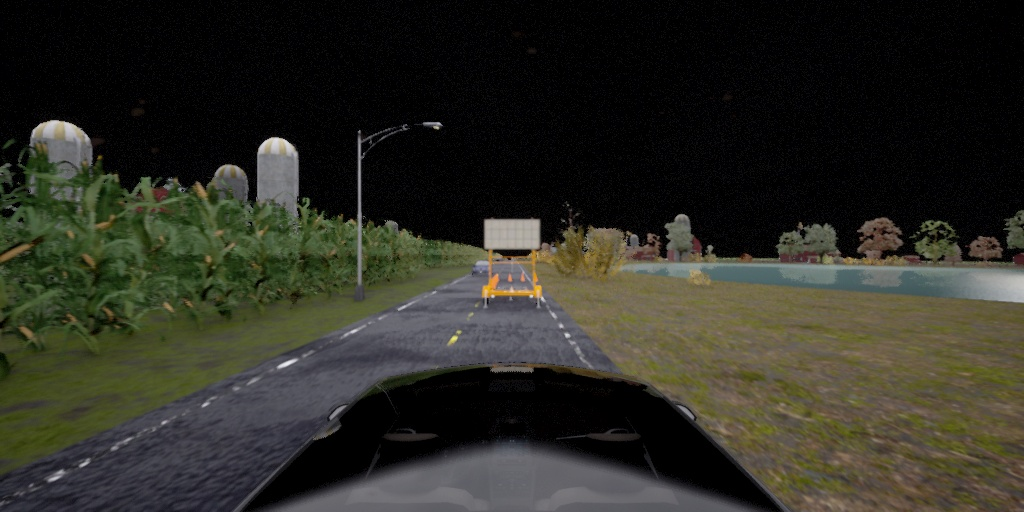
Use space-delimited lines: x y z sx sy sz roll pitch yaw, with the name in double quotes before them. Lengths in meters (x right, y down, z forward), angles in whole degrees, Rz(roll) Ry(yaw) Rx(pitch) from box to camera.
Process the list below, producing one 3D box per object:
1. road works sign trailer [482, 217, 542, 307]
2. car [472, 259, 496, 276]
"road works sign trailer" 0.005 0.160 15.005 2.380 3.560 2.880 0 0 0
"car" -2.829 1.160 35.010 1.812 1.442 4.674 0 0 0
